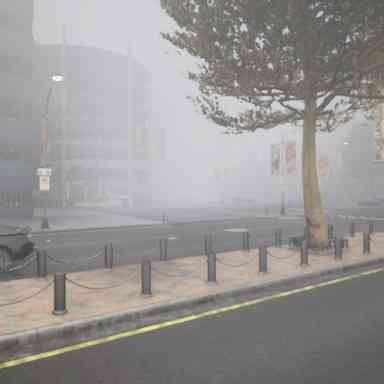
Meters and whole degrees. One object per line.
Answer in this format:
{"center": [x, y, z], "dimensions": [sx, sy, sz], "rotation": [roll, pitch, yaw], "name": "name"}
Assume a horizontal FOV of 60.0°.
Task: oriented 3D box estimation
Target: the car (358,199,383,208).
{"center": [25.630, 1.560, 46.066], "dimensions": [1.895, 1.301, 4.718], "rotation": [0, 0, -33], "name": "car"}

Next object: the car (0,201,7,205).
{"center": [-20.490, 1.318, 32.171], "dimensions": [4.674, 1.452, 2.002], "rotation": [0, 0, -34], "name": "car"}

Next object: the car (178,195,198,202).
{"center": [-0.913, 1.441, 75.741], "dimensions": [5.008, 1.535, 1.882], "rotation": [0, 0, 39], "name": "car"}

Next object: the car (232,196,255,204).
{"center": [9.756, 1.440, 63.333], "dimensions": [1.882, 1.535, 5.008], "rotation": [0, 0, -33], "name": "car"}

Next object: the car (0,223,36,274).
{"center": [-6.899, 1.492, 8.953], "dimensions": [4.902, 1.511, 2.128], "rotation": [0, 0, -34], "name": "car"}
